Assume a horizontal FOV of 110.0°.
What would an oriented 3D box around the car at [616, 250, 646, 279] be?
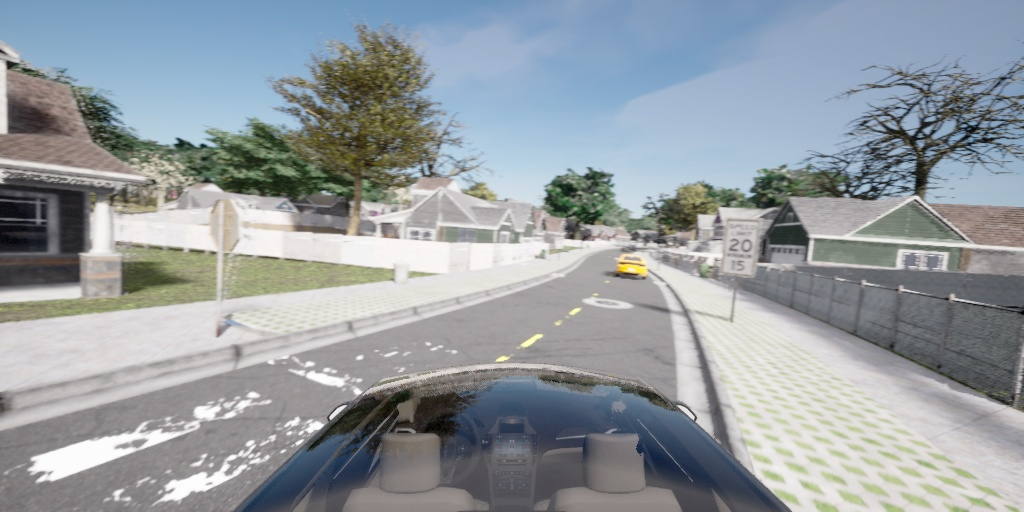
[{"bbox_3d":[8.363,0.649,25.301,1.882,1.535,5.008,6,3,16],"label":"car"}]
